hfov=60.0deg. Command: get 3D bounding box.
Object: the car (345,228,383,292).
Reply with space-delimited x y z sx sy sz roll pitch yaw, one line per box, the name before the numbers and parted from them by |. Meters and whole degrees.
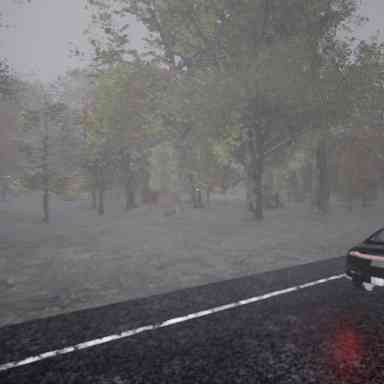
car | 5.511 1.481 7.707 4.902 1.511 2.128 0 0 -36
